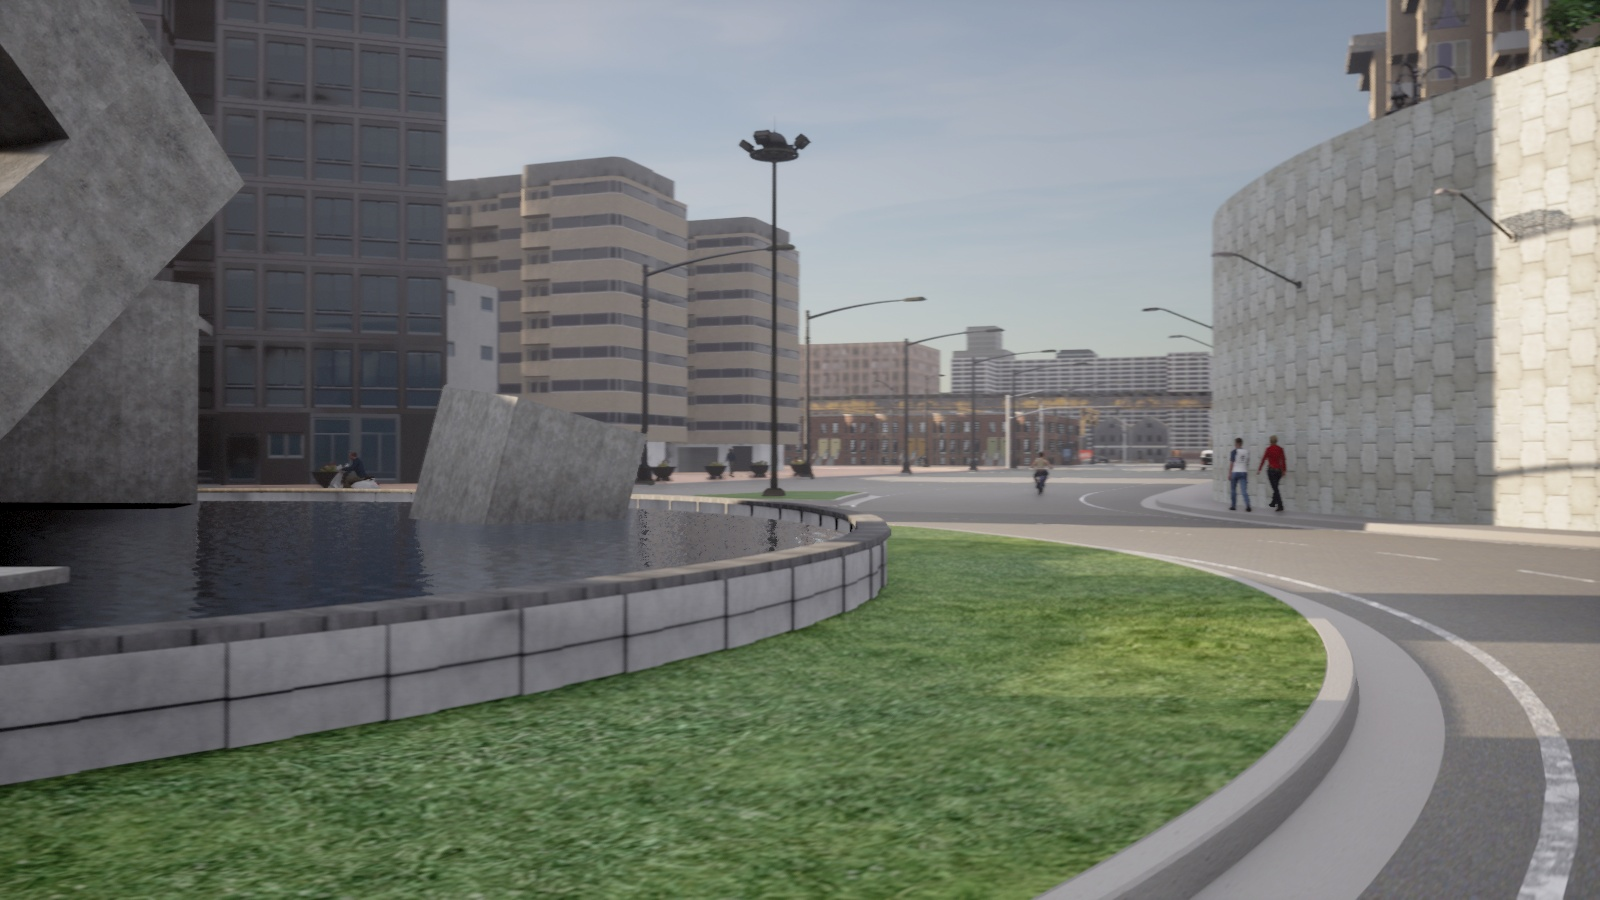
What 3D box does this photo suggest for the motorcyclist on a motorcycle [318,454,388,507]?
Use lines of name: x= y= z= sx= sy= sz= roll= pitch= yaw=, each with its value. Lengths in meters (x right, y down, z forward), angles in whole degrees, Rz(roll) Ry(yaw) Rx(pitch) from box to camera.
motorcyclist on a motorcycle: x=-13.491 y=0.907 z=37.957 sx=1.817 sy=1.590 sz=0.866 roll=0 pitch=0 yaw=-2

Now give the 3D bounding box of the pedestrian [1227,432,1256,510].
pedestrian: x=10.546 y=0.492 z=29.989 sx=0.354 sy=1.836 sz=0.706 roll=0 pitch=0 yaw=-8

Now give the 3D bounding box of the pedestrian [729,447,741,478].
pedestrian: x=-3.904 y=0.760 z=75.415 sx=0.370 sy=1.835 sz=0.726 roll=0 pitch=0 yaw=24

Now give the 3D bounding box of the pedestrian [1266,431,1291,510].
pedestrian: x=11.298 y=0.488 z=29.641 sx=0.331 sy=1.846 sz=0.636 roll=0 pitch=0 yaw=-1
